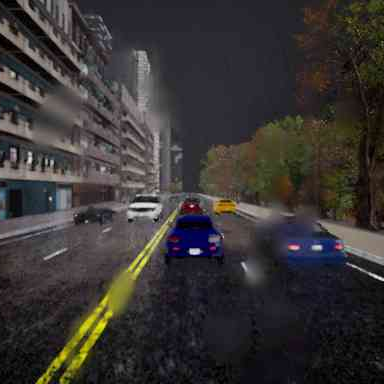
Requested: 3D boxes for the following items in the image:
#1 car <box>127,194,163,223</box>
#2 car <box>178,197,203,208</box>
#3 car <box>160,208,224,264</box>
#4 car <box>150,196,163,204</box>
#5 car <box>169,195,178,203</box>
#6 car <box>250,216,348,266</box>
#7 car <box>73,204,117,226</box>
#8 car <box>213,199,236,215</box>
[{"bbox_3d":[-3.442,1.175,25.302,2.150,2.045,5.566,0,0,0],"label":"car"},{"bbox_3d":[-0.016,1.291,31.593,2.097,1.767,4.553,0,0,0],"label":"car"},{"bbox_3d":[0.072,1.501,11.666,1.812,1.442,4.674,0,0,0],"label":"car"},{"bbox_3d":[-6.758,1.491,63.877,1.895,1.301,4.718,0,0,0],"label":"car"},{"bbox_3d":[-3.510,1.385,66.103,2.128,1.511,4.902,0,0,0],"label":"car"},{"bbox_3d":[3.313,1.521,11.364,2.033,1.411,5.357,0,0,0],"label":"car"},{"bbox_3d":[-6.684,1.560,23.316,1.895,1.301,4.718,0,0,0],"label":"car"},{"bbox_3d":[3.227,1.411,33.397,1.882,1.535,5.008,0,0,0],"label":"car"}]
